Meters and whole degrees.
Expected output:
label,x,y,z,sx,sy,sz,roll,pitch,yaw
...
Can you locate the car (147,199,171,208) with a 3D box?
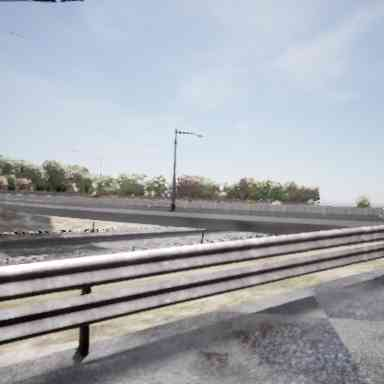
label,x,y,z,sx,sy,sz,roll,pitch,yaw
car,-5.328,1.985,55.999,5.008,1.535,1.882,1,-2,31
